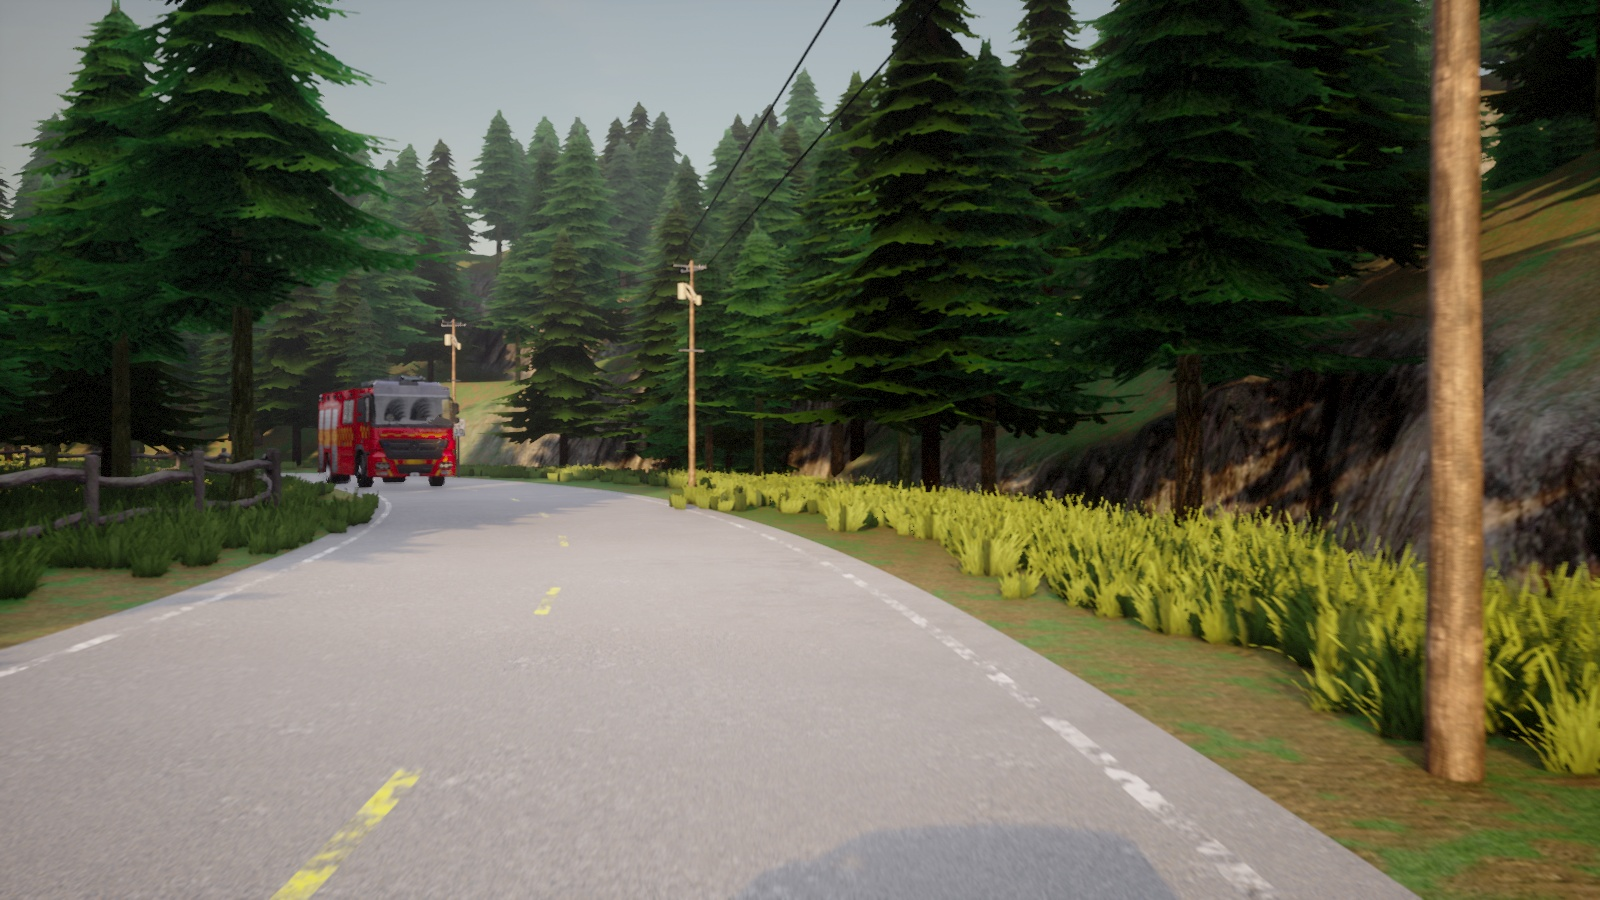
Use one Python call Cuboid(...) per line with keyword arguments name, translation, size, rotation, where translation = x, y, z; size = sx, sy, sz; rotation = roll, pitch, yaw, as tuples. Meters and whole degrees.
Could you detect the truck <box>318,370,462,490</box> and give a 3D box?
Cuboid(name="truck", translation=(-14.664, -0.676, 44.422), size=(2.891, 3.827, 8.468), rotation=(0, 0, -32))
